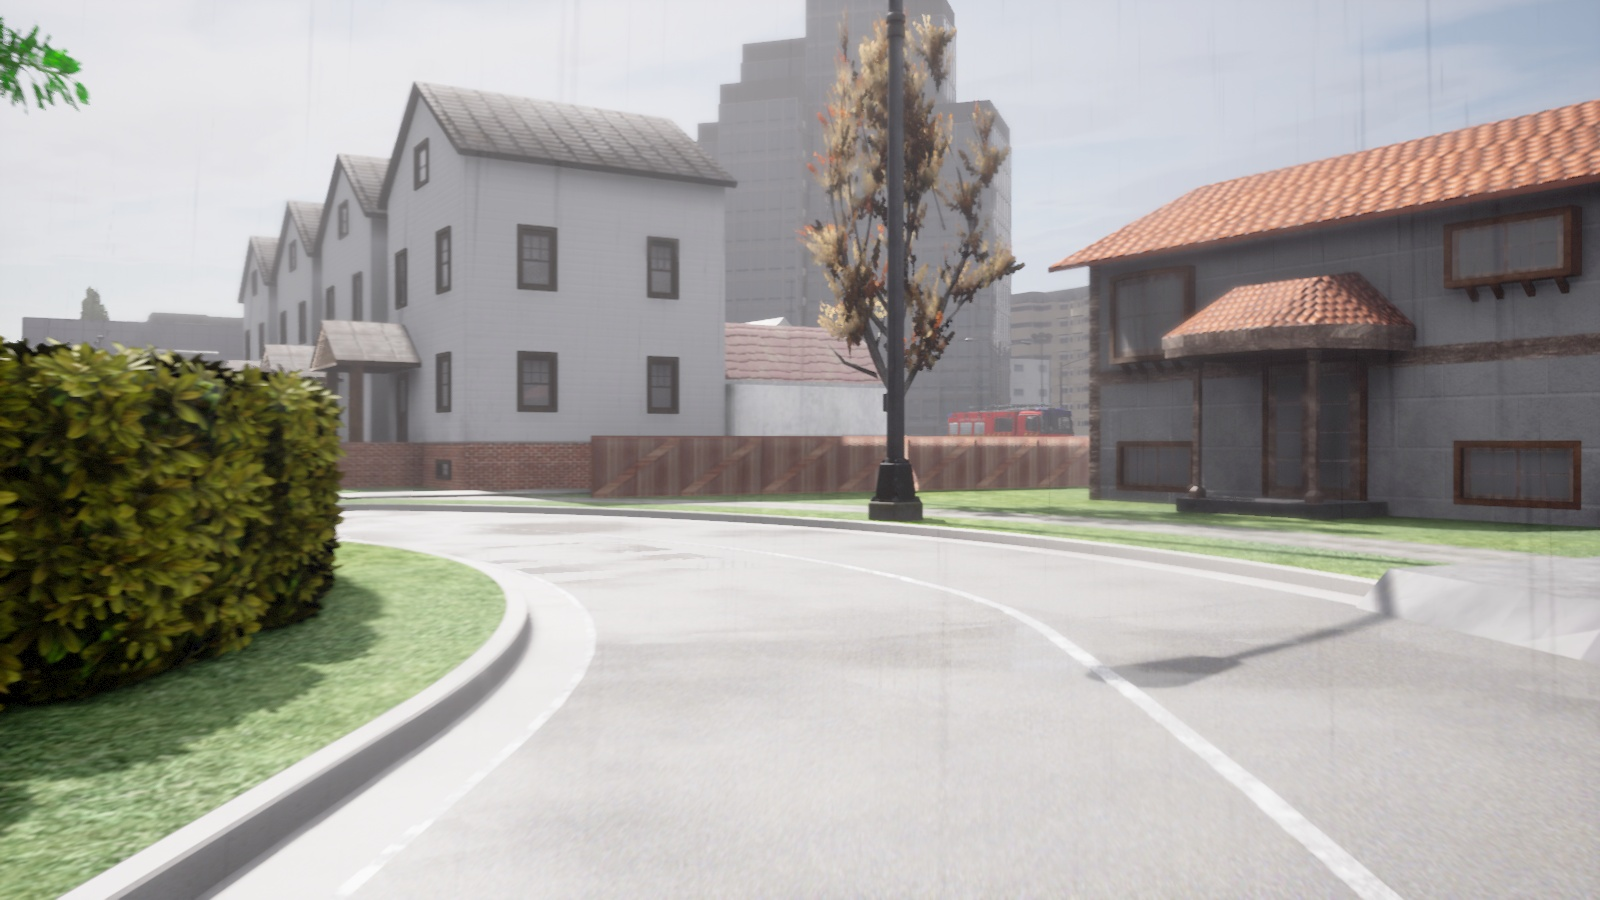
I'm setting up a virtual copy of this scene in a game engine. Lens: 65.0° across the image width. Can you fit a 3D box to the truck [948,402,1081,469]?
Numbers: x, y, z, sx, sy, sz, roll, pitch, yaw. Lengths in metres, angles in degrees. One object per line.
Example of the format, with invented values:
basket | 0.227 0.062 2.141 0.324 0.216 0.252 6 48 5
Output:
truck | 12.840 -0.830 76.084 2.891 3.827 8.468 0 0 -34
